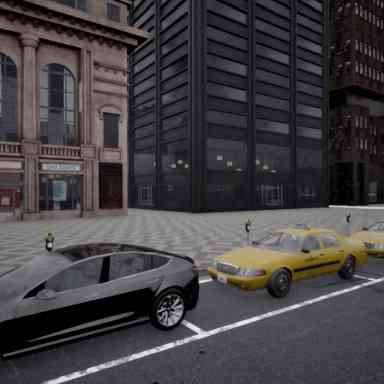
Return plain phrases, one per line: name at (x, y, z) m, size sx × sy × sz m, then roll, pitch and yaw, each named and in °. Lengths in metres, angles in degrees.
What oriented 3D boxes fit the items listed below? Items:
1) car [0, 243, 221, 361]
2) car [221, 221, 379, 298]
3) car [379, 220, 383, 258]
car at (-1.858, 1.566, 5.322) m, size 4.313 × 1.339 × 1.947 m, roll 0°, pitch 0°, yaw -35°
car at (2.604, 1.525, 8.488) m, size 4.829 × 1.417 × 1.752 m, roll 0°, pitch 0°, yaw -35°
car at (7.205, 1.525, 11.751) m, size 4.829 × 1.417 × 1.752 m, roll 0°, pitch 0°, yaw -35°
